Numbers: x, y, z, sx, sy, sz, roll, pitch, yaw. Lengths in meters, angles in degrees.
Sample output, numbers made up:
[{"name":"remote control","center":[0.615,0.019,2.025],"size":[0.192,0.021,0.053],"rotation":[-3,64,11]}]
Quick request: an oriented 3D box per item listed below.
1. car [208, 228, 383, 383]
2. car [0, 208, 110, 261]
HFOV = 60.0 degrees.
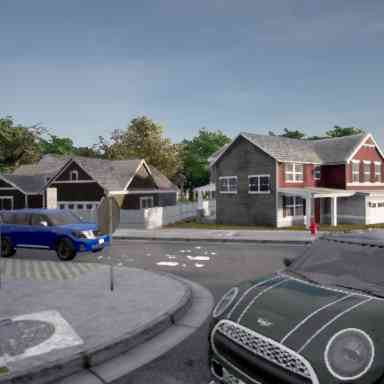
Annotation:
[{"name":"car","center":[2.407,1.349,4.489],"size":[4.553,1.767,2.097],"rotation":[0,0,-35]},{"name":"car","center":[-6.336,1.770,14.817],"size":[5.566,2.045,2.150],"rotation":[-2,0,22]}]
